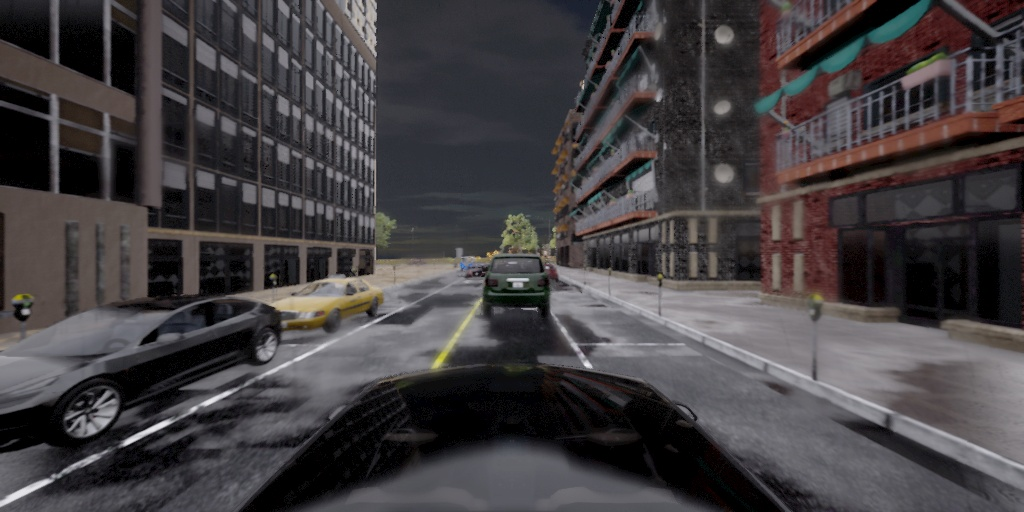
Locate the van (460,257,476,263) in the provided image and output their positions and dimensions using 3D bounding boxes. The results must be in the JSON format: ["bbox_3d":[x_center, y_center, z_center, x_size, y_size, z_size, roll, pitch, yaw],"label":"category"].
[{"bbox_3d":[-5.326,0.989,44.006,1.690,1.789,3.998,0,0,0],"label":"van"}]

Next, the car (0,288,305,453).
[{"bbox_3d":[-5.313,1.307,5.276,1.948,1.339,4.313,0,0,0],"label":"car"}]

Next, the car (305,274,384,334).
[{"bbox_3d":[-5.311,1.254,10.639,1.751,1.417,4.829,0,0,0],"label":"car"}]

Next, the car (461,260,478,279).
[{"bbox_3d":[-2.817,1.245,30.576,1.994,1.385,4.181,0,0,0],"label":"car"}]

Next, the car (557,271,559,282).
[{"bbox_3d":[2.578,1.271,27.371,1.802,1.307,4.207,0,0,0],"label":"car"}]

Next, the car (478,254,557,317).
[{"bbox_3d":[0.083,0.944,13.196,2.150,2.045,5.566,0,0,-2],"label":"car"}]
